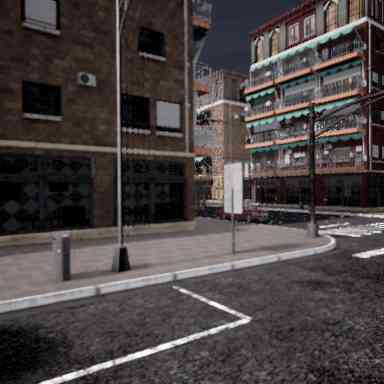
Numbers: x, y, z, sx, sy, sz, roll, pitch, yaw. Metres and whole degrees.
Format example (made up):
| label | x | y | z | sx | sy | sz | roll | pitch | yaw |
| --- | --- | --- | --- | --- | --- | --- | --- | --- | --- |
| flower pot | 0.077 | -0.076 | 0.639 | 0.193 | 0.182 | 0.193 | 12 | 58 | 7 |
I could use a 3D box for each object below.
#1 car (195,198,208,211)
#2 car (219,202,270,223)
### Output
| label | x | y | z | sx | sy | sz | roll | pitch | yaw |
| --- | --- | --- | --- | --- | --- | --- | --- | --- | --- |
| car | -0.338 | 1.228 | 34.251 | 1.812 | 1.442 | 4.674 | -1 | 1 | -35 |
| car | 3.674 | 1.405 | 23.967 | 1.802 | 1.307 | 4.206 | 0 | 1 | -35 |
